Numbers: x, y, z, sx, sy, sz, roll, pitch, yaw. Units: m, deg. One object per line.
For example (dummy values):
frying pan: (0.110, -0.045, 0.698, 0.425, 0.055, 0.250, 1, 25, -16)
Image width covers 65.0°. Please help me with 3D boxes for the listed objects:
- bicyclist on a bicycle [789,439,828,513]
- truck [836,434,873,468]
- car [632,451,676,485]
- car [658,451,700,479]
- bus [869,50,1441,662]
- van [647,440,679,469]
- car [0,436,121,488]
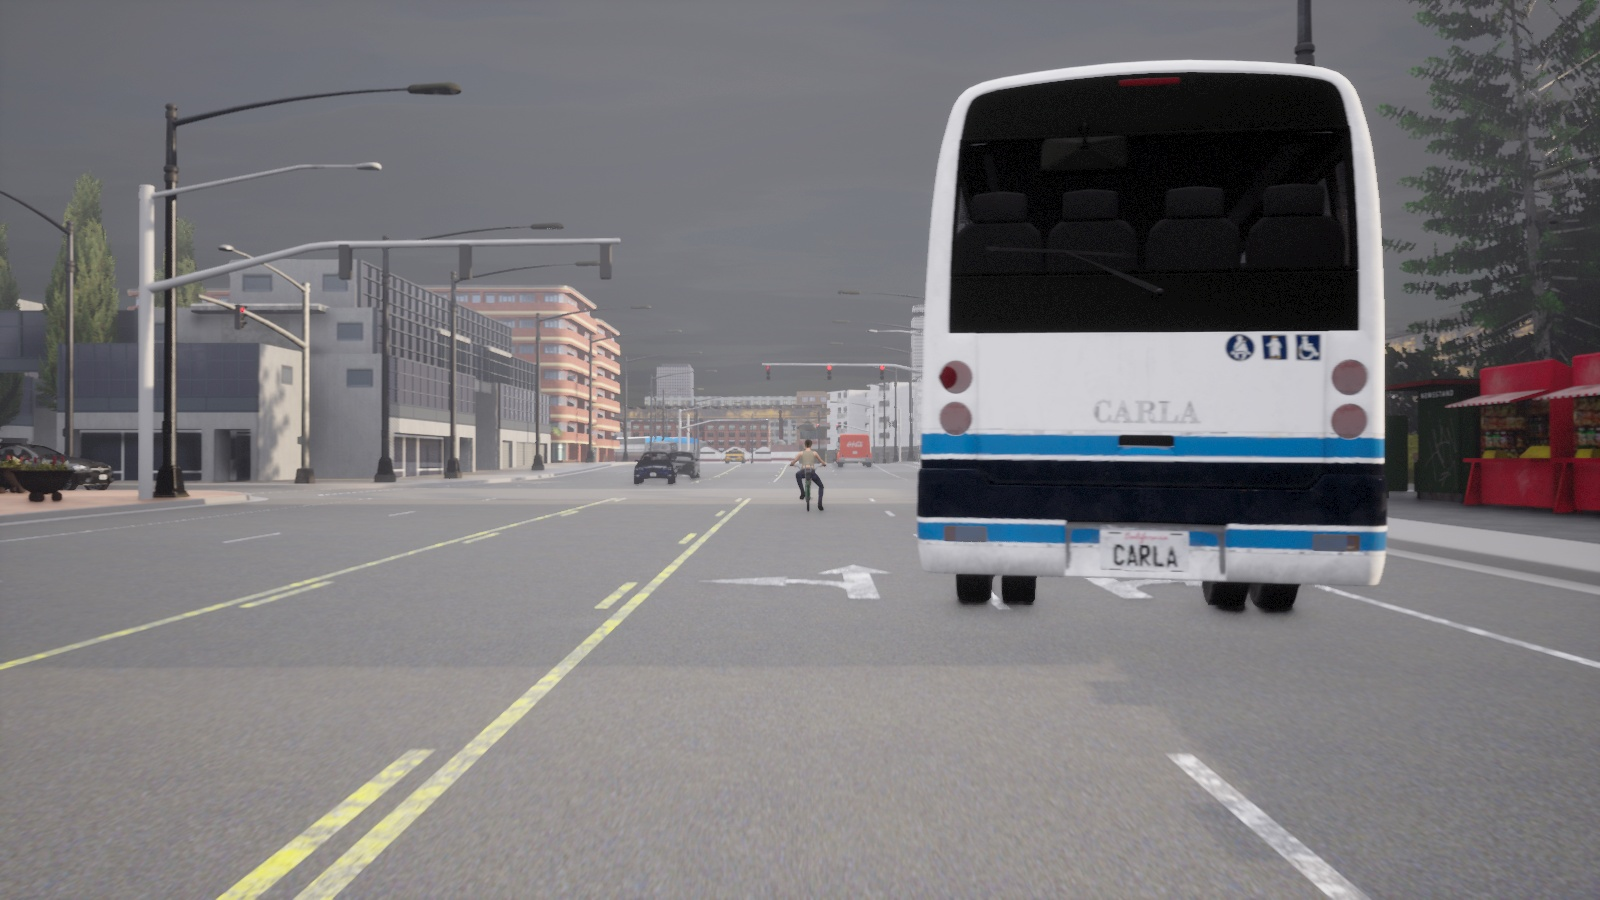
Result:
bicyclist on a bicycle: (0.181, 0.562, 28.207, 0.866, 1.612, 1.509, 0, 0, 0)
truck: (4.053, 0.034, 94.759, 2.627, 2.467, 5.204, 0, 1, 0)
car: (-6.489, 0.783, 56.223, 1.816, 1.474, 4.193, 0, 0, -5)
car: (-6.594, 0.826, 68.985, 1.837, 1.490, 4.892, 0, 0, 0)
bus: (3.441, -0.704, 14.138, 3.944, 4.253, 10.273, 1, 0, 11)
van: (-9.965, 0.322, 91.572, 1.775, 1.987, 4.442, 0, 1, 0)
car: (-25.115, 0.396, 40.707, 5.027, 1.651, 2.152, 0, -1, 1)
